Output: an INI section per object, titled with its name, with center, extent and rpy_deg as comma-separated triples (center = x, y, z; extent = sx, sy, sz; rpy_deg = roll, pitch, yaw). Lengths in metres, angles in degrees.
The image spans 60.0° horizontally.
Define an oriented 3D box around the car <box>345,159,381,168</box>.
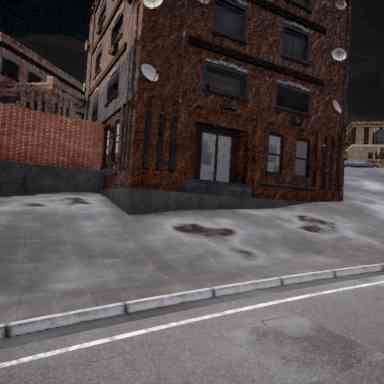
[car]
center = 21.218, -3.296, 41.902
extent = 4.553, 1.767, 2.185
rpy_deg = 2, -3, 15
